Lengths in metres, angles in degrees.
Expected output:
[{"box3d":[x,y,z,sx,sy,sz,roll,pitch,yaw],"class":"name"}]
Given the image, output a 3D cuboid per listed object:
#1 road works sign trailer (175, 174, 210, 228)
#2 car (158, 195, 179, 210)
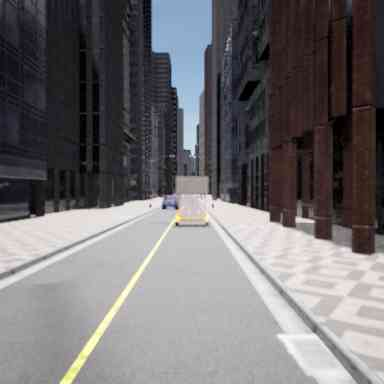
[{"box3d":[0.022,0.567,23.246,2.380,3.560,2.880,0,0,0],"class":"road works sign trailer"},{"box3d":[-3.080,1.436,47.366,2.150,2.045,5.566,0,0,0],"class":"car"}]
